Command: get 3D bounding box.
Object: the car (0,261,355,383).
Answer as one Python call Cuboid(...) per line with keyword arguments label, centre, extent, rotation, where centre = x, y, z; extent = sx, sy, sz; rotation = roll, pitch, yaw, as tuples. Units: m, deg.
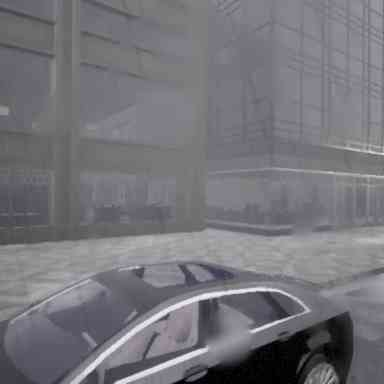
Cuboid(label="car", centre=(-0.447, 1.506, 3.059), extent=(4.902, 1.511, 2.128), rotation=(1, 0, -36))
